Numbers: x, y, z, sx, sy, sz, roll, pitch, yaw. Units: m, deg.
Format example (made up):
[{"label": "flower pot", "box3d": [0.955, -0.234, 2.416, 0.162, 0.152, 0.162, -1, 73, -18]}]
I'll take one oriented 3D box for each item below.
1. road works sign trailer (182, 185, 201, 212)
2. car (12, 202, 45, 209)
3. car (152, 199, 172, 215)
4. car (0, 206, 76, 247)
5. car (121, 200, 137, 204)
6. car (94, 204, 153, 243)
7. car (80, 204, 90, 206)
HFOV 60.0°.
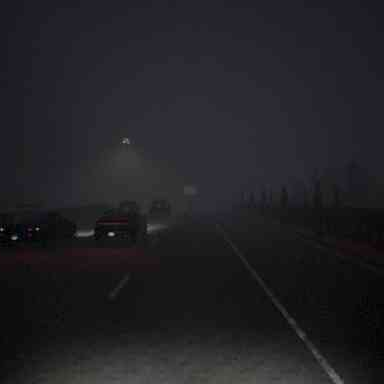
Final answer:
[{"label": "road works sign trailer", "box3d": [0.060, 0.860, 43.476, 2.380, 3.560, 2.880, 0, -2, 3]}, {"label": "car", "box3d": [-14.098, 1.615, 28.594, 1.882, 1.535, 5.008, 0, 0, 0]}, {"label": "car", "box3d": [-3.400, 1.547, 36.484, 2.097, 1.767, 4.553, 0, -1, 0]}, {"label": "car", "box3d": [-6.900, 1.600, 15.280, 1.812, 1.442, 4.674, 0, 0, 0]}, {"label": "car", "box3d": [-6.900, 1.704, 36.809, 1.837, 1.490, 4.892, 0, -1, 0]}, {"label": "car", "box3d": [-3.400, 1.571, 16.450, 2.128, 1.511, 4.902, 0, 0, 0]}, {"label": "car", "box3d": [-21.001, 3.440, 65.545, 2.150, 2.045, 5.566, 0, -6, 0]}]
